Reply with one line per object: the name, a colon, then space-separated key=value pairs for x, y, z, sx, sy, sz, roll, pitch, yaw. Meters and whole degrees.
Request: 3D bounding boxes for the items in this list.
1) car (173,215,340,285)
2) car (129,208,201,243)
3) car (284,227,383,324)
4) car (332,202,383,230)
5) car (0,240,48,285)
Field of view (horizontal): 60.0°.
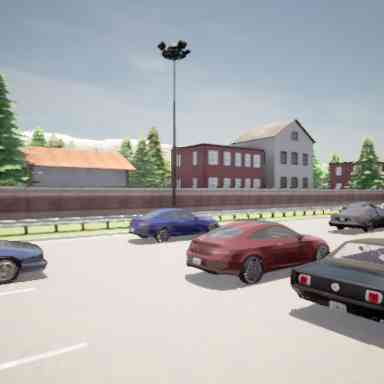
car: x=1.992 y=1.525 z=9.466 sx=4.674 sy=1.442 sz=1.812 roll=0 pitch=0 yaw=-35
car: x=-0.763 y=1.525 z=16.097 sx=4.674 sy=1.442 sz=1.812 roll=0 pitch=0 yaw=-36
car: x=4.209 y=1.600 z=6.747 sx=4.718 sy=1.301 sz=1.895 roll=0 pitch=0 yaw=-35
car: x=10.253 y=1.545 z=19.654 sx=5.357 sy=1.411 sz=2.033 roll=0 pitch=0 yaw=-35
car: x=-6.380 y=1.548 z=7.793 sx=5.357 sy=1.411 sz=2.033 roll=0 pitch=0 yaw=-36
